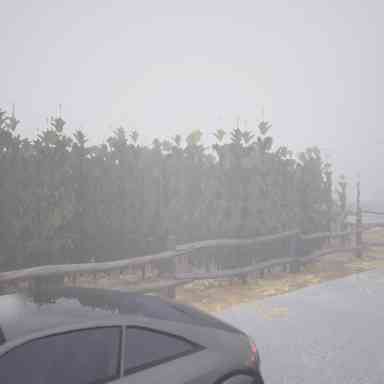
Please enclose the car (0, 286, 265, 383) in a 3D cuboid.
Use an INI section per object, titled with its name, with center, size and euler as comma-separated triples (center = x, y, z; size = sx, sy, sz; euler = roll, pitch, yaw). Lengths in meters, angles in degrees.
[car]
center = -1.371, 1.564, 2.514
size = 4.181, 1.385, 1.994
euler = 0, 0, -35
